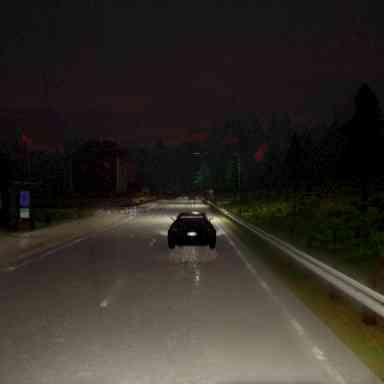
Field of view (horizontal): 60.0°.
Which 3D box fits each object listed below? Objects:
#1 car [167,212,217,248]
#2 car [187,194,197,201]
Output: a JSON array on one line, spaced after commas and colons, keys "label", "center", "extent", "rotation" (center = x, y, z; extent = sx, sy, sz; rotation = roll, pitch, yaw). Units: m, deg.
[{"label": "car", "center": [0.000, 1.569, 14.650], "extent": [1.994, 1.385, 4.181], "rotation": [0, 0, 0]}, {"label": "car", "center": [0.000, 1.346, 77.464], "extent": [1.837, 1.490, 4.892], "rotation": [0, 0, 0]}]
